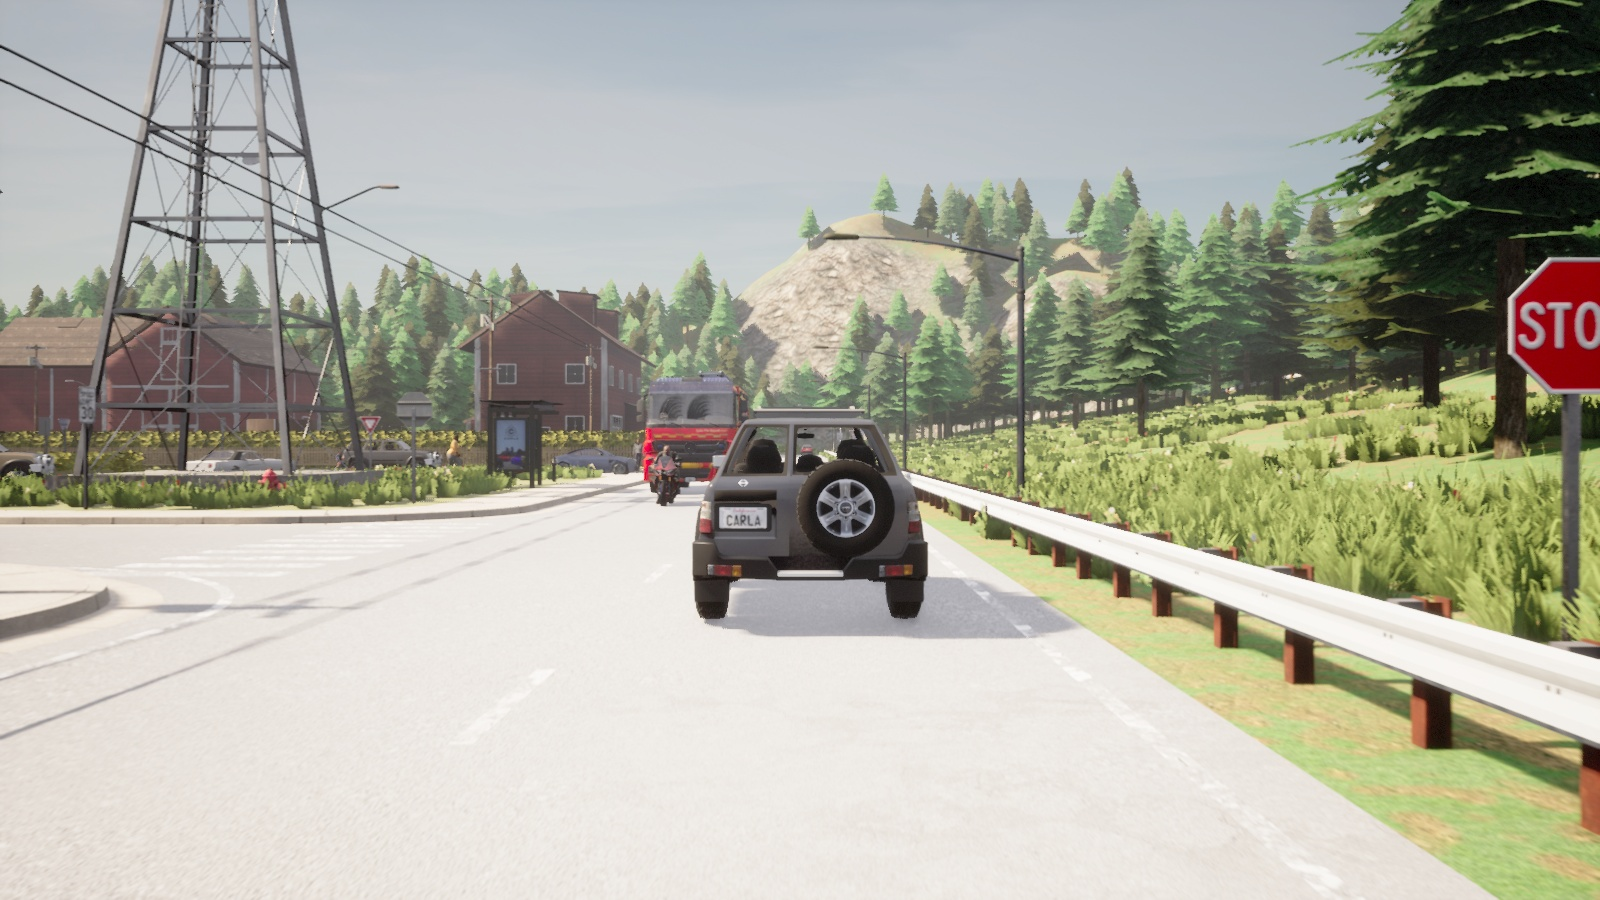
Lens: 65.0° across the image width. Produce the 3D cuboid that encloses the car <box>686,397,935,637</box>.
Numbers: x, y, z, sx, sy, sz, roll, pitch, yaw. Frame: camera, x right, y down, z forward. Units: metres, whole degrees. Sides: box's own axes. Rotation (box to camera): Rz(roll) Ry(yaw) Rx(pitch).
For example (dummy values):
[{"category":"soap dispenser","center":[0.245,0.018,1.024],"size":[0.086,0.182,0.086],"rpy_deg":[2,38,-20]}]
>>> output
[{"category":"car","center":[0.045,0.514,12.060],"size":[1.932,1.855,4.605],"rpy_deg":[0,0,-1]}]

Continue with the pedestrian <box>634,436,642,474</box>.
[{"category":"pedestrian","center":[-8.428,0.257,65.278],"size":[0.423,1.949,0.788],"rpy_deg":[0,0,-8]}]

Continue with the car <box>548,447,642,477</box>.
[{"category":"car","center":[-9.778,0.556,60.093],"size":[4.181,1.385,1.994],"rpy_deg":[0,0,-1]}]

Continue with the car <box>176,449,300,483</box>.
[{"category":"car","center":[-22.662,0.620,50.847],"size":[1.895,1.301,4.718],"rpy_deg":[0,0,18]}]

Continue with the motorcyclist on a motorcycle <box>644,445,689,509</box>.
[{"category":"motorcyclist on a motorcycle","center":[-3.307,0.651,31.282],"size":[0.866,1.530,2.191],"rpy_deg":[0,0,0]}]

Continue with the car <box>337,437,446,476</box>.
[{"category":"car","center":[-19.503,0.301,60.076],"size":[4.605,1.855,1.932],"rpy_deg":[0,0,0]}]

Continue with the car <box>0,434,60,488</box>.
[{"category":"car","center":[-28.704,0.360,43.879],"size":[4.605,1.855,1.932],"rpy_deg":[0,0,-17]}]

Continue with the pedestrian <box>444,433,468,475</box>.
[{"category":"pedestrian","center":[-15.306,0.160,55.837],"size":[0.900,1.855,0.874],"rpy_deg":[0,0,-7]}]

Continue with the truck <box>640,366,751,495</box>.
[{"category":"truck","center":[-3.249,-0.590,41.324],"size":[2.891,3.827,8.468],"rpy_deg":[0,0,0]}]
